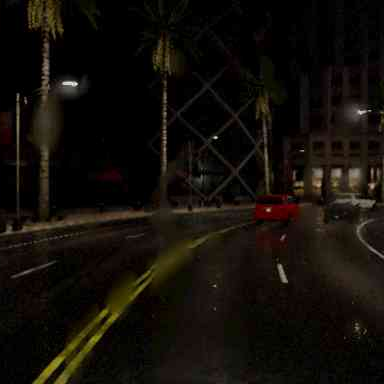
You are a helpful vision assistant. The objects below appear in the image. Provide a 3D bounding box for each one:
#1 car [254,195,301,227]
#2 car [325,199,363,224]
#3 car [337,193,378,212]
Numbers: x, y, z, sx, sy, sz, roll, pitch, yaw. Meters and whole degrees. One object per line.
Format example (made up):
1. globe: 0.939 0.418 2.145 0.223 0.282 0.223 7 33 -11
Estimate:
1. car: 5.988 1.201 22.950 2.150 2.045 5.566 0 0 28
2. car: 11.027 1.502 24.396 1.812 1.442 4.674 0 0 33
3. car: 17.805 1.184 36.015 5.566 2.045 2.150 1 0 -35
